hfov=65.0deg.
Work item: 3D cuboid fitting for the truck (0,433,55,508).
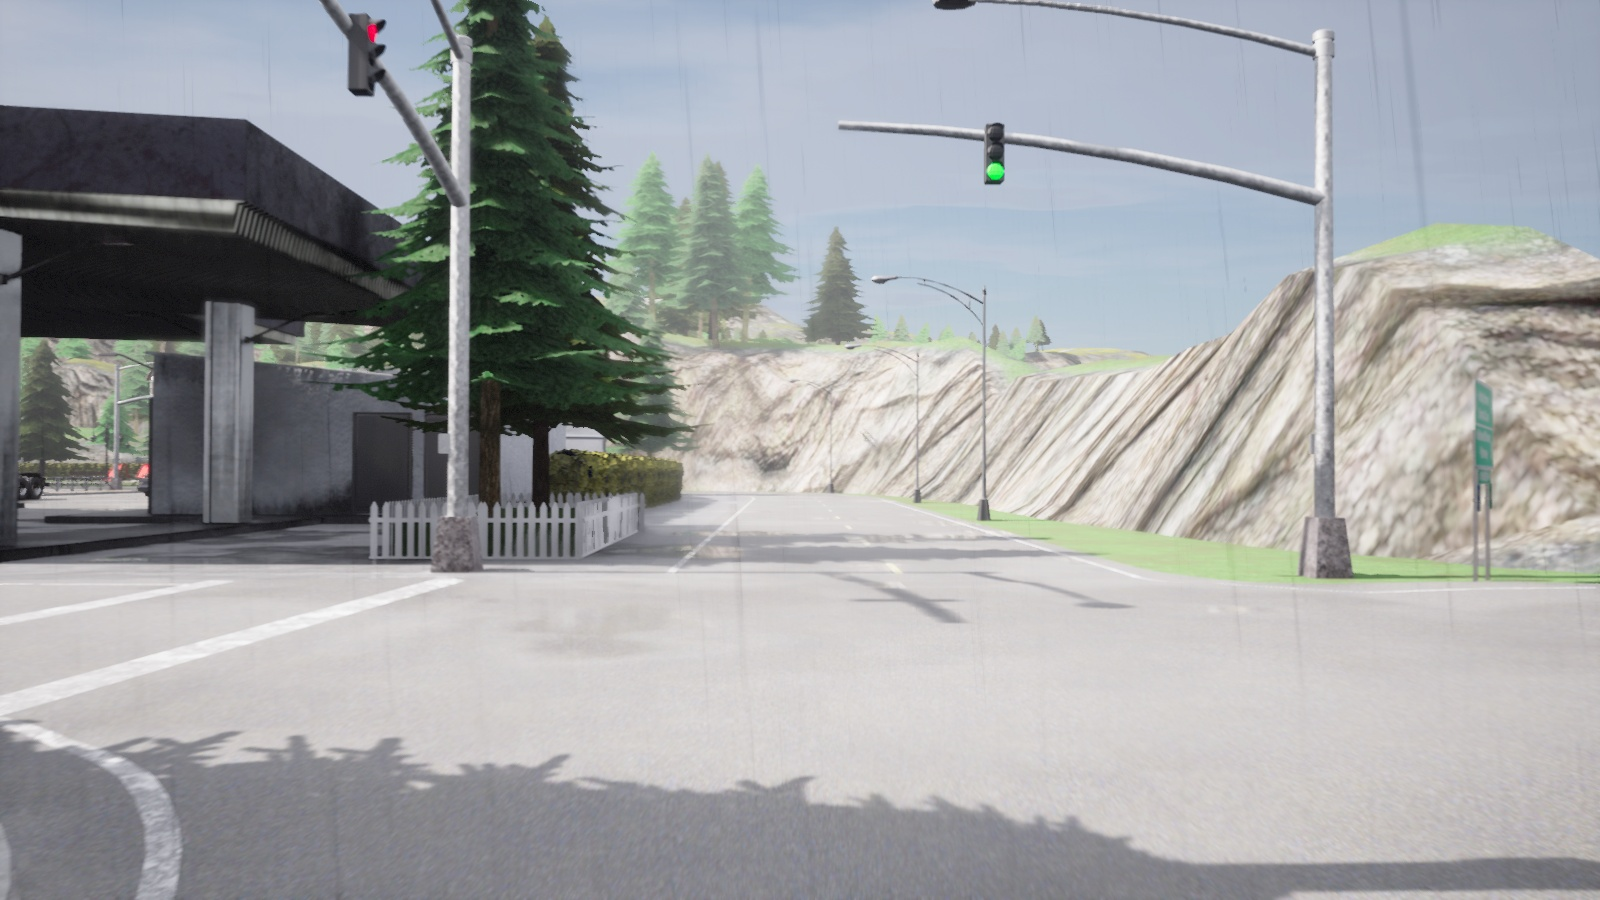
[{"bbox_3d":[-38.215,0.939,58.044,2.891,3.462,7.936,0,-1,-1],"label":"truck"}]
